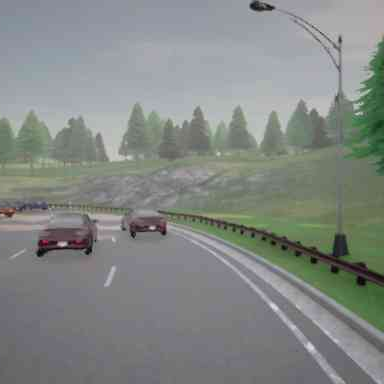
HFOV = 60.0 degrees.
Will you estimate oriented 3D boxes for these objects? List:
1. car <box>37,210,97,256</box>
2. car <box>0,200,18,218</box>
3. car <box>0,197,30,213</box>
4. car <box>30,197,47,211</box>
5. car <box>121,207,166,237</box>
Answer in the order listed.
[{"bbox_3d":[-4.796,1.534,13.137,1.812,1.442,4.674,0,0,-14],"label":"car"},{"bbox_3d":[-17.419,1.619,29.373,4.718,1.301,1.895,0,0,44],"label":"car"},{"bbox_3d":[-20.288,1.513,36.246,4.902,1.511,2.128,0,-1,35],"label":"car"},{"bbox_3d":[-19.627,1.377,40.188,4.553,1.767,2.097,0,0,35],"label":"car"},{"bbox_3d":[-2.692,1.537,18.162,1.812,1.442,4.674,1,0,-20],"label":"car"}]
